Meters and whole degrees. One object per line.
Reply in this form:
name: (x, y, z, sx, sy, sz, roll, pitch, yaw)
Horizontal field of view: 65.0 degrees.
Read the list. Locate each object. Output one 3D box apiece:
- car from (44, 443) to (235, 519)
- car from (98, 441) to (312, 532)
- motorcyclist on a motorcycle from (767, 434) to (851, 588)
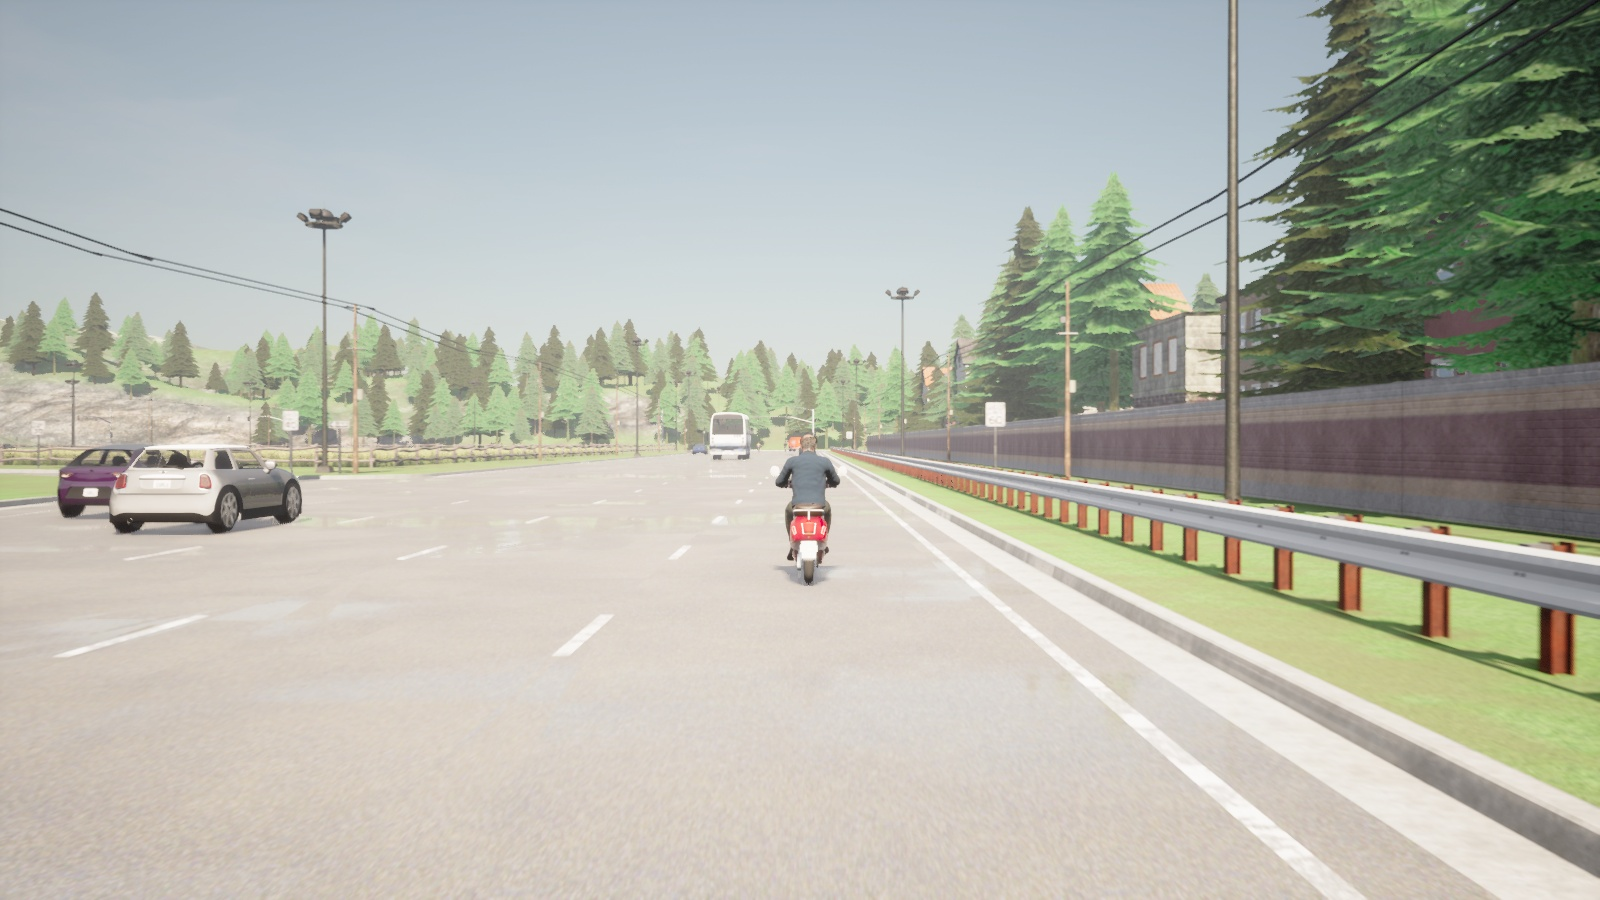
car: (-13.833, 0.596, 26.610, 1.816, 1.474, 4.193, 0, 0, 0)
car: (-10.358, 0.576, 22.201, 1.970, 1.475, 3.806, 0, 0, 0)
motorcyclist on a motorcycle: (0.095, 0.622, 13.839, 0.866, 1.590, 1.817, 0, 0, 0)
